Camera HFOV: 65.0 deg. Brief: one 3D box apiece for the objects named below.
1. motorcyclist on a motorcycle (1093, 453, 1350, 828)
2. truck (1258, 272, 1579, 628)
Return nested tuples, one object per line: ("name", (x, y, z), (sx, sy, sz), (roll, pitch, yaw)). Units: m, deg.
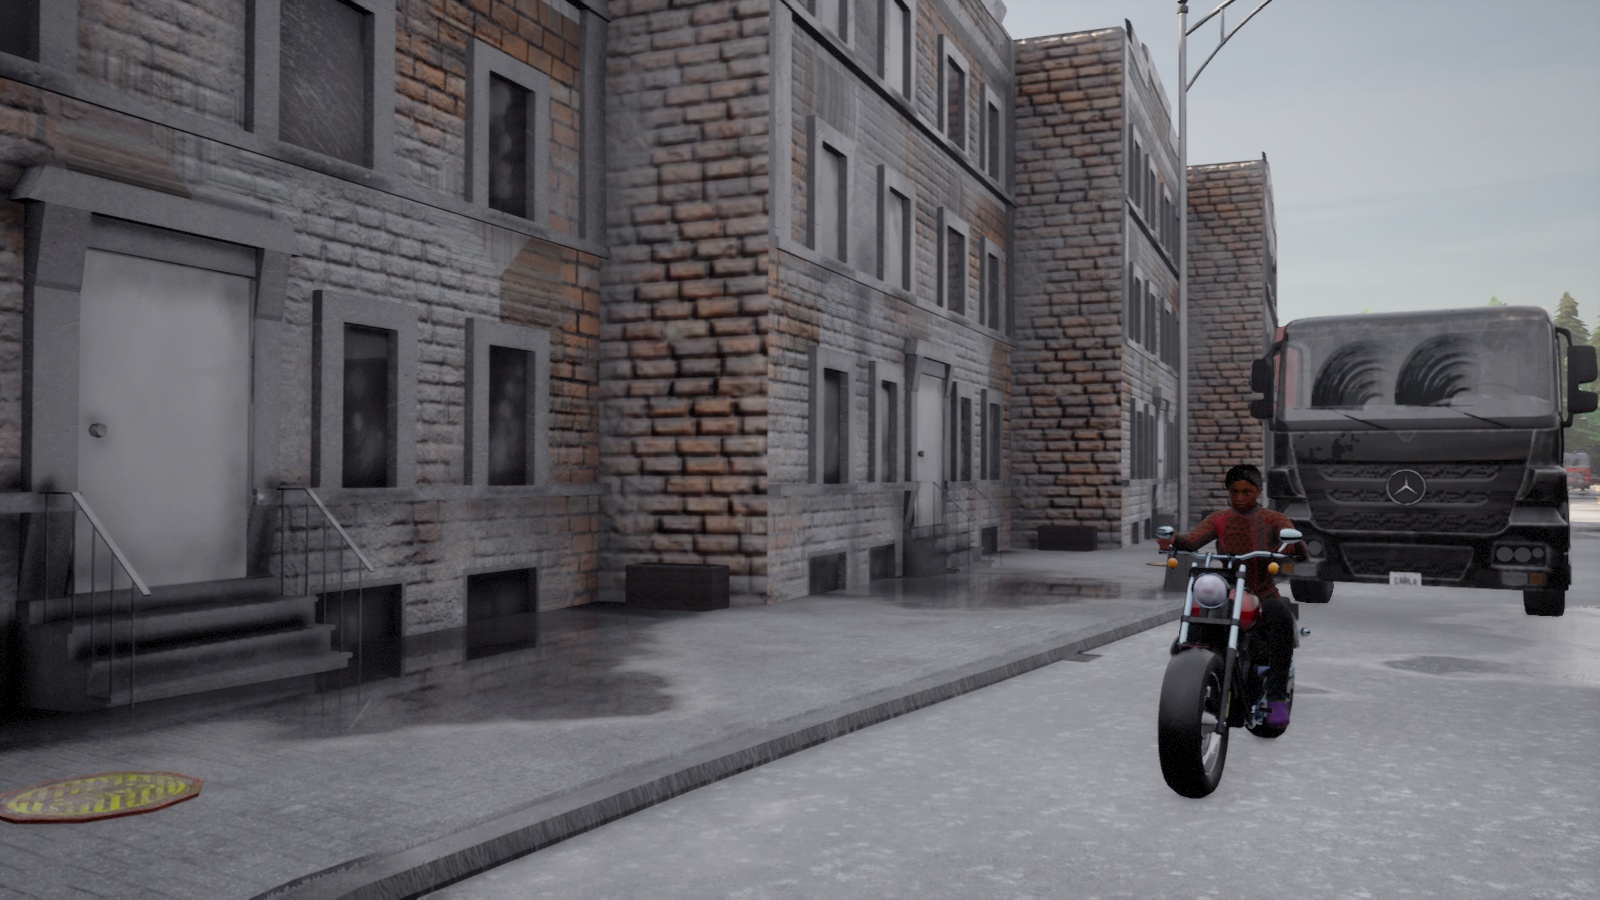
("motorcyclist on a motorcycle", (2.343, 0.861, 6.746), (0.766, 1.649, 2.350), (-1, -1, 32))
("truck", (8.361, 0.056, 16.315), (2.891, 3.462, 7.936), (-1, -1, 32))
